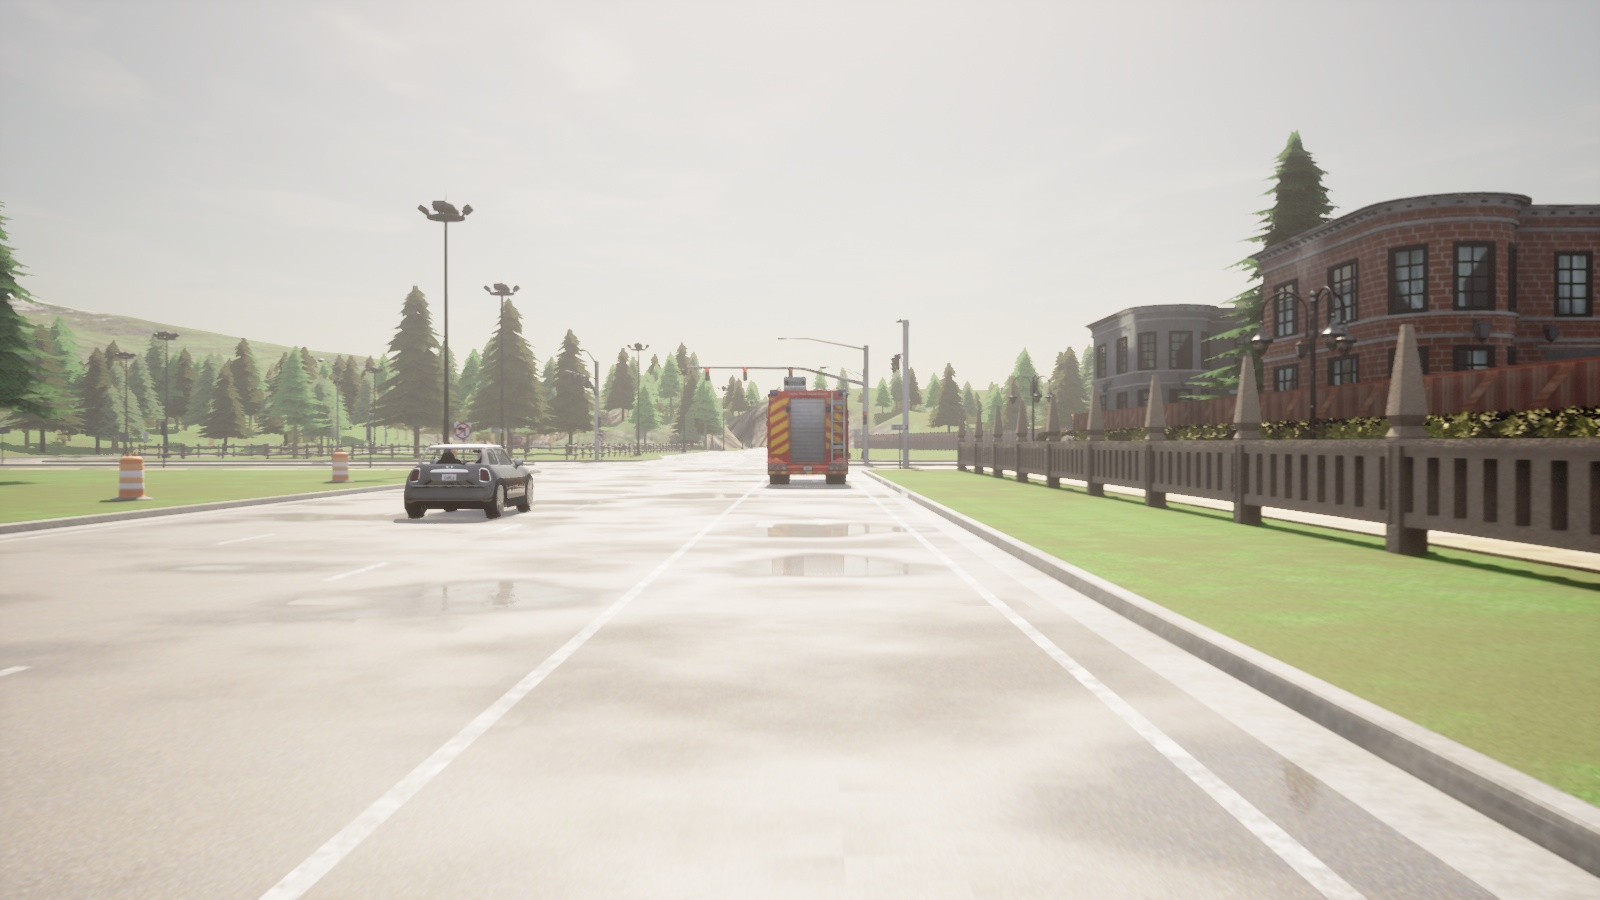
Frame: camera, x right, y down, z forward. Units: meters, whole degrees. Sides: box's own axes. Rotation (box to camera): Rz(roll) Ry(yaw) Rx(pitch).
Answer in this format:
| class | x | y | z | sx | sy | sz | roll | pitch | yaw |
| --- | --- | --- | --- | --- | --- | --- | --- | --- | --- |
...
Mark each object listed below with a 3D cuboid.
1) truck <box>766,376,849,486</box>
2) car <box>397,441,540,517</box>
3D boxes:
| class | x | y | z | sx | sy | sz | roll | pitch | yaw |
| --- | --- | --- | --- | --- | --- | --- | --- | --- | --- |
| truck | 0.287 | -0.687 | 47.704 | 2.891 | 3.827 | 8.468 | 0 | 0 | 0 |
| car | -6.835 | 0.558 | 26.288 | 1.970 | 1.475 | 3.806 | 0 | 0 | 0 |
